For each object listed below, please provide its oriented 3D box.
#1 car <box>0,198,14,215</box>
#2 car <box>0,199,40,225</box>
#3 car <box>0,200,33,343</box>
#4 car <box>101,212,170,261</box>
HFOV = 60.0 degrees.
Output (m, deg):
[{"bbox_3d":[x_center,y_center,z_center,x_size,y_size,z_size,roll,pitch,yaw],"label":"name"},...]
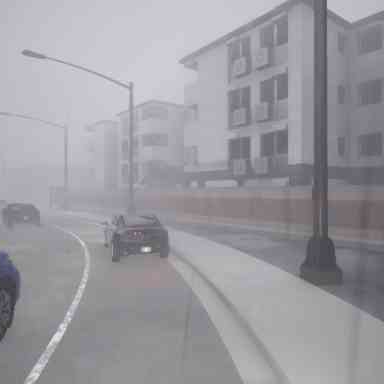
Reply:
[{"bbox_3d":[-20.045,1.478,34.771,1.882,1.535,5.008,0,0,-35],"label":"car"},{"bbox_3d":[-11.905,1.477,23.104,1.882,1.535,5.008,0,0,-34],"label":"car"},{"bbox_3d":[-3.698,1.223,3.102,2.150,2.045,5.566,0,0,-6],"label":"car"},{"bbox_3d":[-2.189,1.504,12.417,1.837,1.490,4.892,0,0,-19],"label":"car"}]
